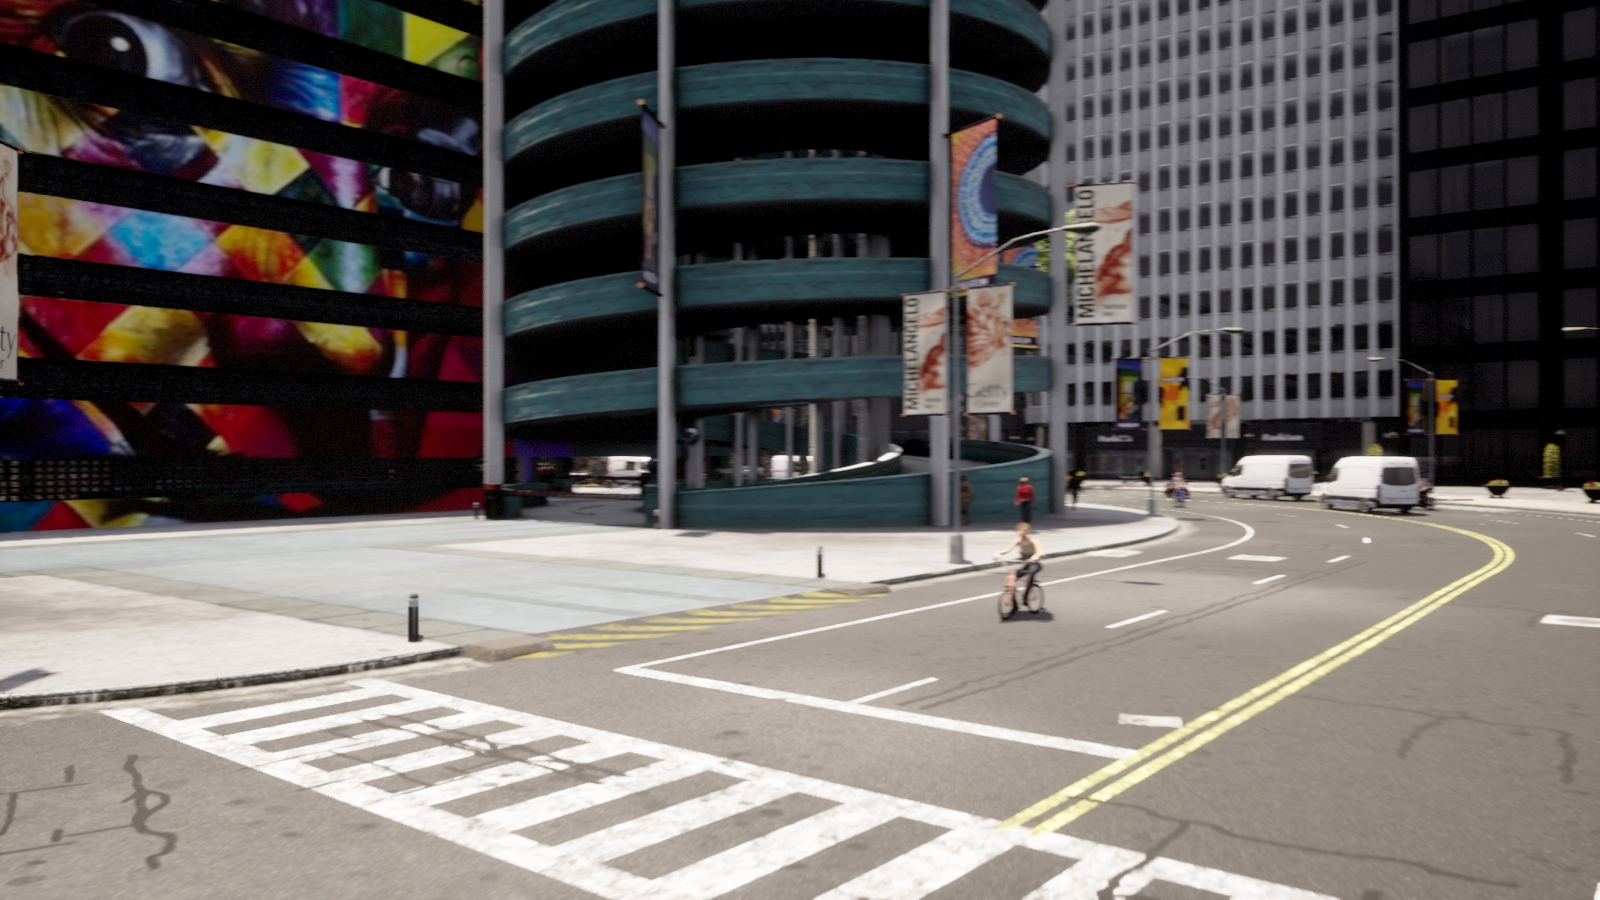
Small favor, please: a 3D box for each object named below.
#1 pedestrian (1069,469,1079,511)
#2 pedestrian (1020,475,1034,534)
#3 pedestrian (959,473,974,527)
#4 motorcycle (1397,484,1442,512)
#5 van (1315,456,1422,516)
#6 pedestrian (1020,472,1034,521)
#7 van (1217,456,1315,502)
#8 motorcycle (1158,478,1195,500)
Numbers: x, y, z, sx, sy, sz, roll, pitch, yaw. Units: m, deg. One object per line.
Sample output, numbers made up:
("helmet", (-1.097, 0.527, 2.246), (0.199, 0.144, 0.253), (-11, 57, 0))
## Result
("pedestrian", (12.160, 1.774, 50.653), (0.375, 1.860, 0.375), (0, 0, 5))
("pedestrian", (7.317, 1.755, 36.885), (0.375, 1.860, 0.375), (0, 0, 22))
("pedestrian", (5.874, 1.764, 40.404), (0.375, 1.860, 0.375), (0, 0, 44))
("motorcycle", (29.593, 2.266, 54.587), (0.867, 1.251, 2.209), (0, 0, -3))
("van", (26.224, 1.597, 52.971), (1.988, 2.561, 5.915), (0, 0, -1))
("pedestrian", (8.696, 1.766, 43.744), (0.375, 1.860, 0.375), (0, 0, 36))
("van", (27.075, 1.621, 66.610), (1.988, 2.561, 5.915), (0, 0, -17))
("motorcycle", (22.566, 2.301, 68.483), (0.867, 1.251, 2.209), (0, 0, -24))
